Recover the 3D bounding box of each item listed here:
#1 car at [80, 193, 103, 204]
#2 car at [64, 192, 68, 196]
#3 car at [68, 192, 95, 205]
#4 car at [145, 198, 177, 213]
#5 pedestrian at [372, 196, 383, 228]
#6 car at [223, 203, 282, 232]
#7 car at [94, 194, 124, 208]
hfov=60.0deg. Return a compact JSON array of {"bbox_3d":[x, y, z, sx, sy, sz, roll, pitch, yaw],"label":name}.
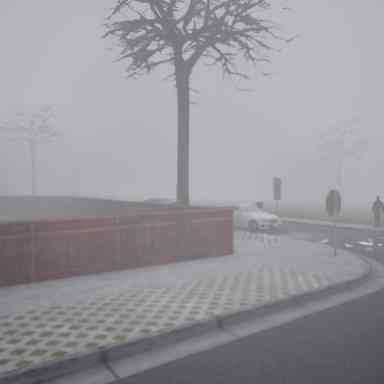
[{"bbox_3d":[-14.980,0.913,49.465,1.994,1.385,4.181,0,1,-35],"label":"car"},{"bbox_3d":[-20.875,0.691,57.608,1.837,1.490,4.892,0,1,-36],"label":"car"},{"bbox_3d":[-14.396,1.024,43.741,1.895,1.301,4.718,0,1,-35],"label":"car"},{"bbox_3d":[-2.444,1.222,27.176,1.882,1.535,5.008,0,1,-36],"label":"car"},{"bbox_3d":[10.646,1.114,19.108,0.375,1.860,0.375,1,-1,-36],"label":"pedestrian"},{"bbox_3d":[3.076,1.415,19.563,1.812,1.442,4.674,0,1,-36],"label":"car"},{"bbox_3d":[-8.457,1.109,35.481,1.812,1.442,4.674,0,1,-36],"label":"car"}]
